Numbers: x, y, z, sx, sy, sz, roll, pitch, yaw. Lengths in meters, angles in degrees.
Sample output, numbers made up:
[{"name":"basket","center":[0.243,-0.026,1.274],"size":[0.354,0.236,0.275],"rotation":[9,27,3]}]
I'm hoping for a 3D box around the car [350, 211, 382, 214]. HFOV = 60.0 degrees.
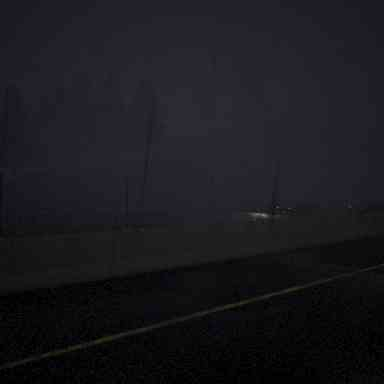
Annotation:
[{"name":"car","center":[17.936,1.525,34.066],"size":[4.674,1.442,1.812],"rotation":[0,0,-35]}]
